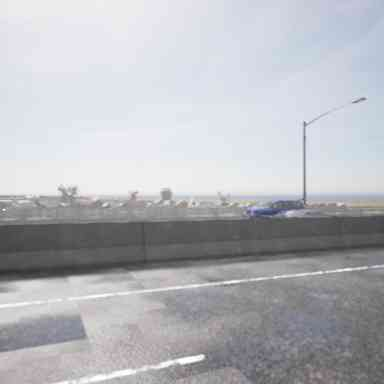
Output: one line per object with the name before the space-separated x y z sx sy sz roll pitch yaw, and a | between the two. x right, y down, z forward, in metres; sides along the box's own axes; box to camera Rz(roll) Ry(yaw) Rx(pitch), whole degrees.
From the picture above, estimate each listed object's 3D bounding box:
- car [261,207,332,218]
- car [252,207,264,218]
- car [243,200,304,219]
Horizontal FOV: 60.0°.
car | 6.995 1.864 20.819 4.674 1.442 1.812 1 -1 -22
car | 7.200 1.997 24.684 4.718 1.301 1.895 1 -1 -22
car | 7.145 1.673 28.448 5.566 2.045 2.150 1 -1 -22
